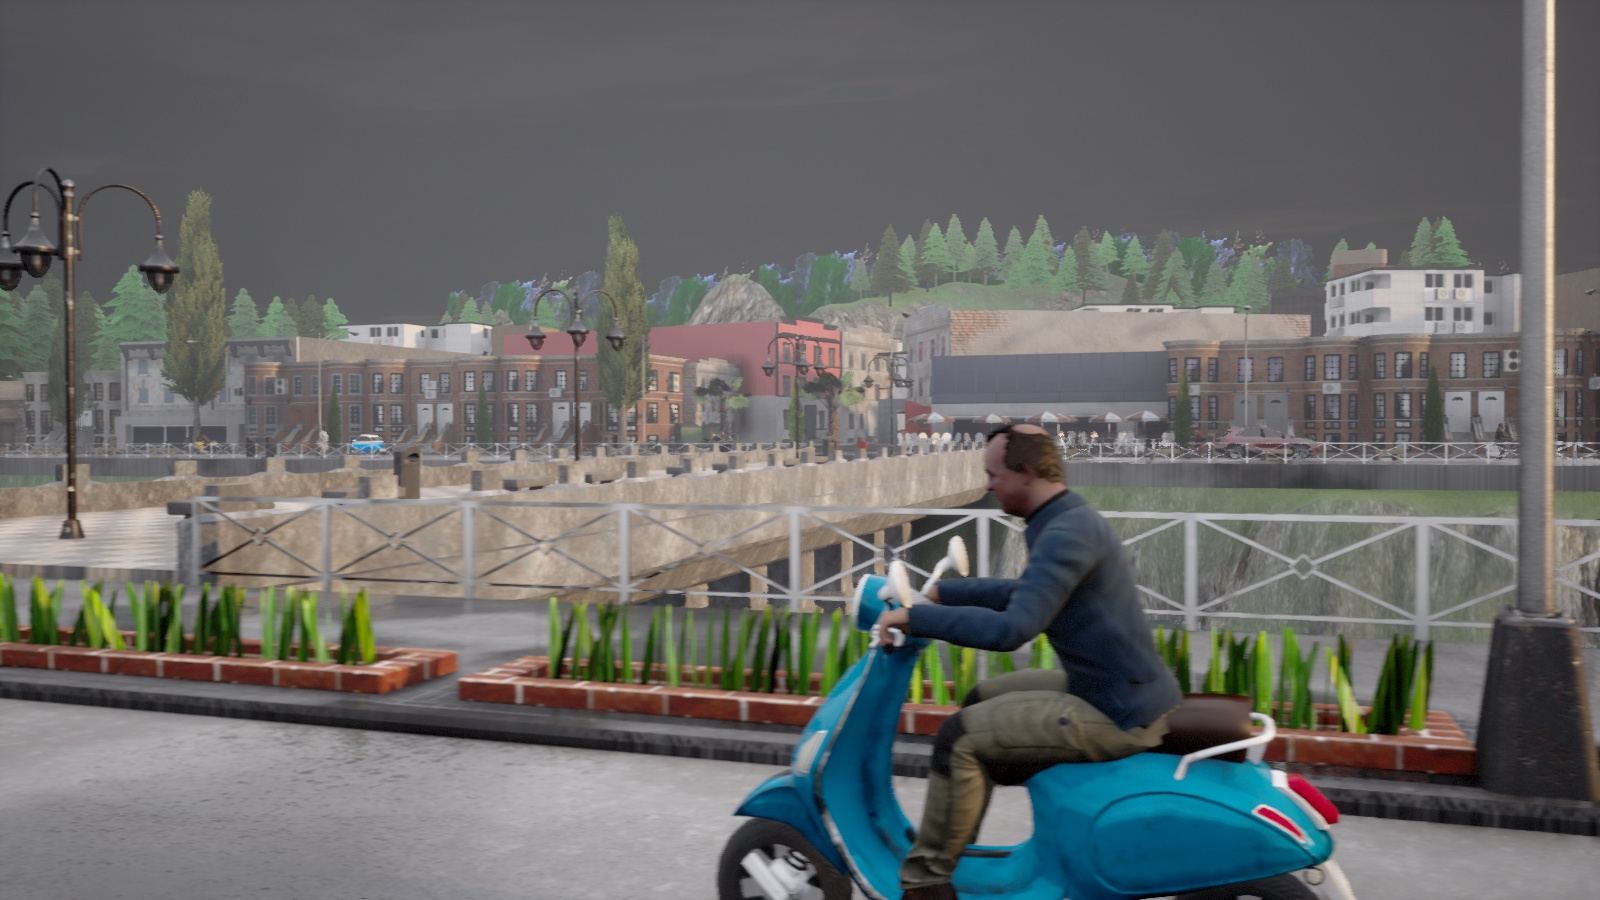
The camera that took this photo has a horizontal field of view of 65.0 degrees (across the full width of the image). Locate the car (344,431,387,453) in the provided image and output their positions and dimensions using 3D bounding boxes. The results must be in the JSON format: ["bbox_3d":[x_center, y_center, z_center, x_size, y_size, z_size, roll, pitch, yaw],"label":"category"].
[{"bbox_3d":[-28.564,-0.549,82.612,2.207,1.376,1.481,1,1,19],"label":"car"}]

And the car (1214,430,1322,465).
[{"bbox_3d":[22.727,-0.137,61.152,4.856,1.649,2.033,1,1,19],"label":"car"}]

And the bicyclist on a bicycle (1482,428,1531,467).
[{"bbox_3d":[32.528,-0.107,57.857,1.843,1.776,0.659,0,1,19],"label":"bicyclist on a bicycle"}]

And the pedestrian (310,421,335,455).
[{"bbox_3d":[-26.291,-0.667,69.164,0.900,1.855,0.874,0,1,17],"label":"pedestrian"}]

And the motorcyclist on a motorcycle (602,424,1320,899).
[{"bbox_3d":[0.457,0.725,3.567,1.817,1.590,0.866,1,1,19],"label":"motorcyclist on a motorcycle"}]

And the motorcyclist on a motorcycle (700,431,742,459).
[{"bbox_3d":[-4.410,-0.280,70.274,2.191,1.530,0.866,1,1,19],"label":"motorcyclist on a motorcycle"}]

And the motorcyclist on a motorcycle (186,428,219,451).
[{"bbox_3d":[-41.340,-0.739,86.905,2.044,1.523,0.797,1,1,19],"label":"motorcyclist on a motorcycle"}]
